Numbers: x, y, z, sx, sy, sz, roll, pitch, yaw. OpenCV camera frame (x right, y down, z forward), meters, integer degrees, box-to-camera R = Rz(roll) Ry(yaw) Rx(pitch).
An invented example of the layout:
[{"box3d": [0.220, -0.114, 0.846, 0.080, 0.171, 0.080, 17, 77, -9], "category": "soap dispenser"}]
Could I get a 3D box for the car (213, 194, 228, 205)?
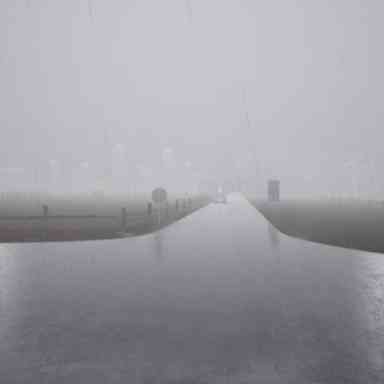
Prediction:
[{"box3d": [4.307, 1.119, 50.072, 2.128, 1.511, 4.902, 0, 0, 8], "category": "car"}]
